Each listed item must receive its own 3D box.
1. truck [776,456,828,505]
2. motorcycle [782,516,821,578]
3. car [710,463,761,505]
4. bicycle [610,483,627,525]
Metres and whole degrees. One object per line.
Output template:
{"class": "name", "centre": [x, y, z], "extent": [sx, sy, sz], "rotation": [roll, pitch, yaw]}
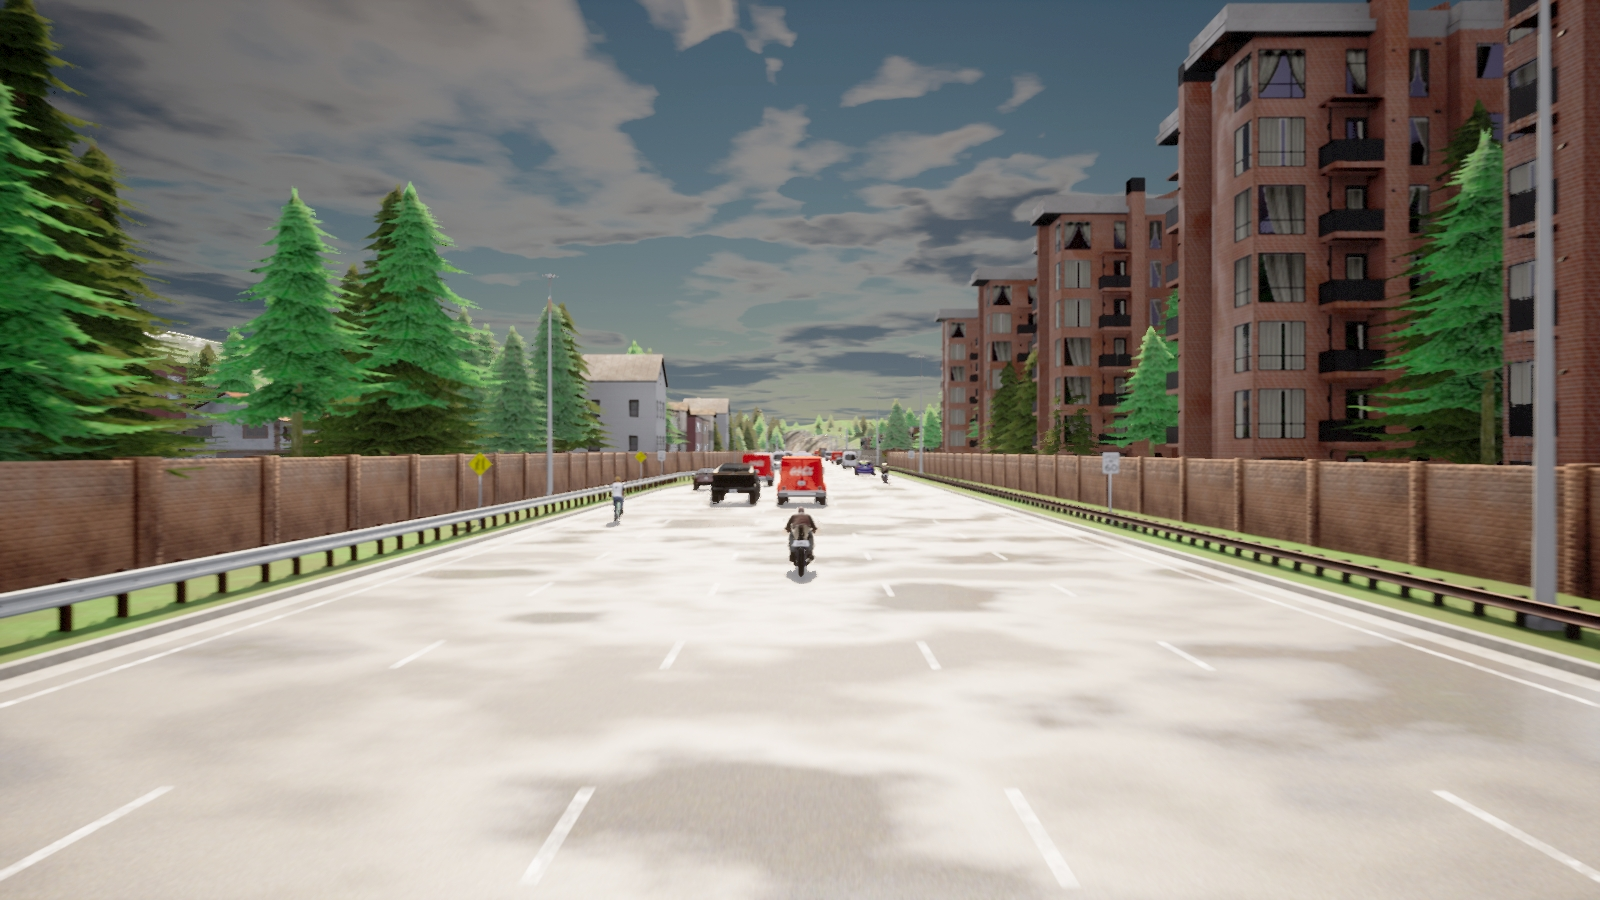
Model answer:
{"class": "truck", "centre": [0.096, 1.568, 60.379], "extent": [2.627, 2.467, 5.204], "rotation": [0, 0, 0]}
{"class": "motorcycle", "centre": [0.028, 2.205, 26.386], "extent": [0.867, 1.251, 2.209], "rotation": [0, 0, 0]}
{"class": "car", "centre": [-3.403, 1.753, 61.300], "extent": [2.390, 2.098, 6.274], "rotation": [0, 0, 0]}
{"class": "bicycle", "centre": [-6.939, 2.053, 43.777], "extent": [0.373, 1.496, 1.643], "rotation": [0, 3, 0]}
